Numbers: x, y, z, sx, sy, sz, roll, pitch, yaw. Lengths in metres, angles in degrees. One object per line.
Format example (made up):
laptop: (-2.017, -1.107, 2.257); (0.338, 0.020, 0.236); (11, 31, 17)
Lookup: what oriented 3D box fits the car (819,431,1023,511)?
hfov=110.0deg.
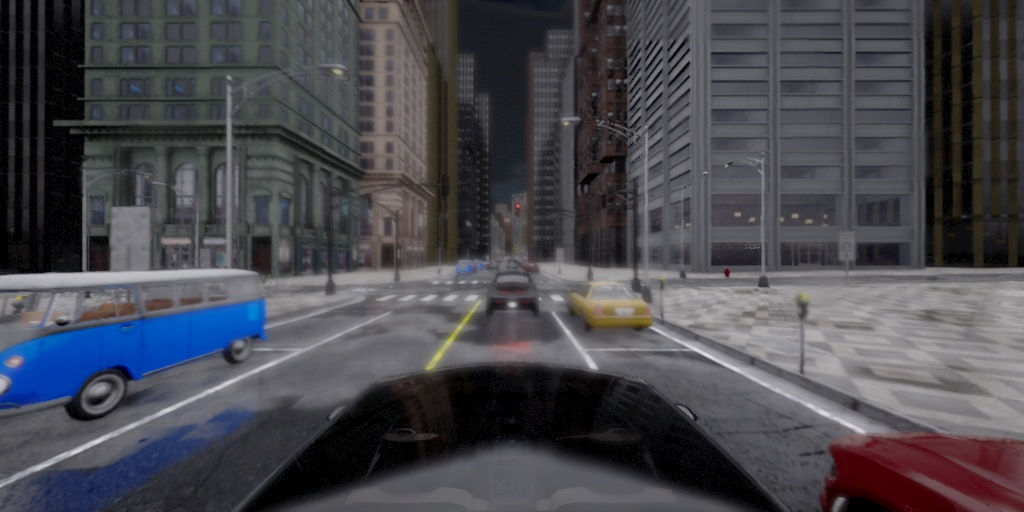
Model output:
car: (2.762, 1.285, 0.367); (1.888, 1.381, 4.507); (0, 0, 0)

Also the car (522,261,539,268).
car: (2.800, 1.651, 49.038); (1.888, 1.381, 4.507); (0, 0, 0)

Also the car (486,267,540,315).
car: (0.039, 1.344, 13.965); (1.837, 1.490, 4.892); (0, 0, 0)

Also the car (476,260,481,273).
car: (-5.755, 1.651, 49.060); (1.888, 1.381, 4.507); (0, 0, 0)

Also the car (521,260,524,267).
car: (2.801, 1.695, 54.563); (1.888, 1.381, 4.507); (0, 0, 0)

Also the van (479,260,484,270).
van: (-5.749, 1.536, 60.109); (1.690, 1.789, 3.998); (0, 0, 0)

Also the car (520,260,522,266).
car: (2.802, 1.739, 60.088); (1.888, 1.381, 4.507); (0, 0, 0)

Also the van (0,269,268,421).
van: (-5.761, 1.118, 5.552); (1.690, 1.789, 3.998); (0, 0, 0)

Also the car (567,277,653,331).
car: (2.773, 1.342, 11.117); (1.751, 1.417, 4.829); (0, 0, 0)

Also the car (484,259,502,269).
car: (-3.032, 1.687, 58.589); (1.837, 1.490, 4.892); (0, 0, 0)

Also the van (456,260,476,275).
van: (-5.758, 1.403, 43.535); (1.690, 1.789, 3.998); (0, 0, 0)
